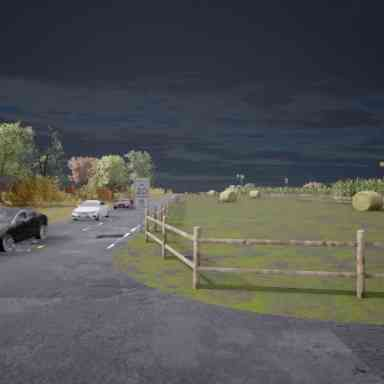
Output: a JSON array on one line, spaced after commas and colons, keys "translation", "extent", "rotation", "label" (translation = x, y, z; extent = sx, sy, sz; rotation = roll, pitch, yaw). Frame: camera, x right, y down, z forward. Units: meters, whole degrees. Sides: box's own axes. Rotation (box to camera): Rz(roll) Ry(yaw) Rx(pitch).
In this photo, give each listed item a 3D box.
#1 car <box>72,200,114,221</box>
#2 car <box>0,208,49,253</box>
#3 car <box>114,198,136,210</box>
[{"translation": [-7.624, 1.377, 25.501], "extent": [1.812, 1.442, 4.674], "rotation": [1, 0, -1], "label": "car"}, {"translation": [-7.524, 1.419, 13.480], "extent": [2.128, 1.511, 4.902], "rotation": [1, 0, -1], "label": "car"}, {"translation": [-7.735, 1.337, 38.443], "extent": [1.994, 1.385, 4.181], "rotation": [1, 0, 0], "label": "car"}]
